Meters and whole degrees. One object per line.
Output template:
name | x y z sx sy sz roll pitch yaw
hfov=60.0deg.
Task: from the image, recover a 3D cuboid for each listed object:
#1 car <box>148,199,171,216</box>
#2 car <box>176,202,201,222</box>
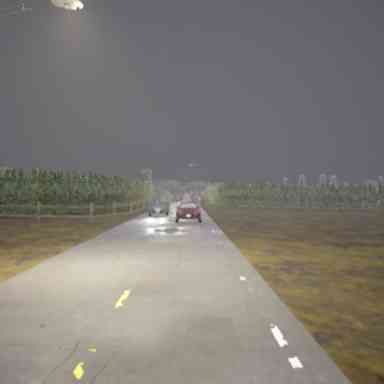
car | -3.103 1.477 32.357 2.128 1.511 4.902 0 0 -1
car | -0.273 1.479 25.417 1.812 1.442 4.674 0 0 -1
